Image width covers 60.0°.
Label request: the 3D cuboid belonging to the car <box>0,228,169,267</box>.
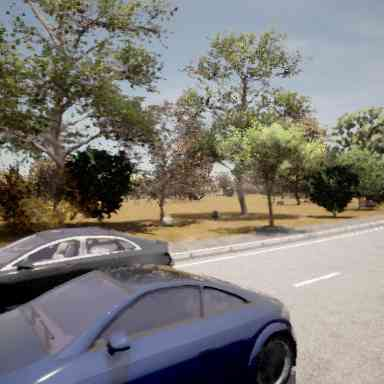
[{"bbox_3d":[-2.655,1.511,6.531,4.902,1.511,2.128,0,0,-37],"label":"car"}]

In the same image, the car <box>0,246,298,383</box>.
[{"bbox_3d":[-0.770,1.574,3.579,4.181,1.385,1.994,0,0,-37],"label":"car"}]
